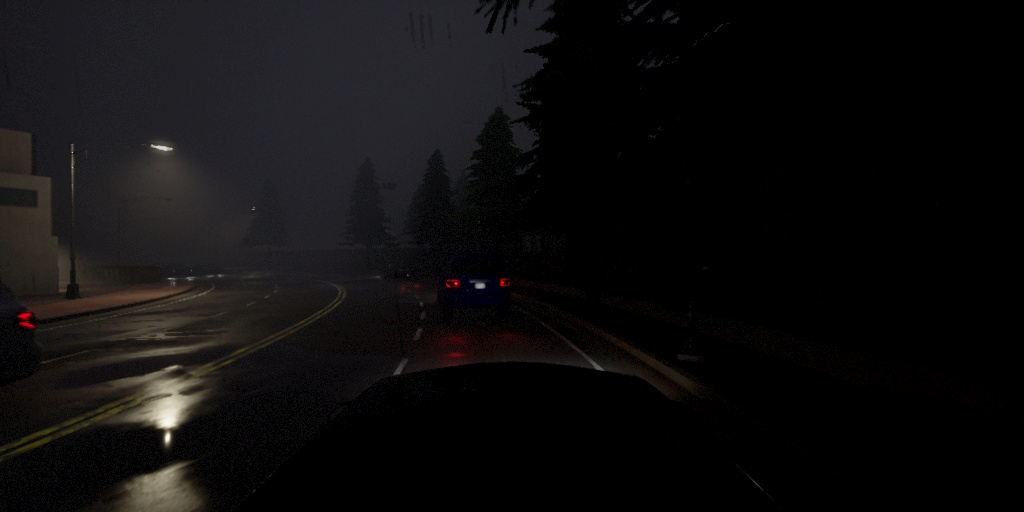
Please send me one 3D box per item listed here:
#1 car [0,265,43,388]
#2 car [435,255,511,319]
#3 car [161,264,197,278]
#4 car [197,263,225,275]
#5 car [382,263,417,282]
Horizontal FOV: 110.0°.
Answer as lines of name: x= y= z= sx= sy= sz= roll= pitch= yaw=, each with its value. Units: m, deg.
car: x=-7.186 y=1.038 z=2.296 sx=2.150 sy=2.045 sz=5.566 roll=0 pitch=0 yaw=-3
car: x=-1.557 y=0.977 z=13.167 sx=2.150 sy=2.045 sz=5.566 roll=0 pitch=0 yaw=-13
car: x=-37.227 y=1.591 z=39.752 sx=4.674 sy=1.442 sz=1.812 roll=-1 pitch=0 yaw=32
car: x=-37.355 y=1.611 z=43.964 sx=5.357 sy=1.411 sz=2.033 roll=-1 pitch=0 yaw=32
car: x=-9.585 y=1.308 z=30.300 sx=2.128 sy=1.511 sz=4.902 roll=0 pitch=0 yaw=-35
